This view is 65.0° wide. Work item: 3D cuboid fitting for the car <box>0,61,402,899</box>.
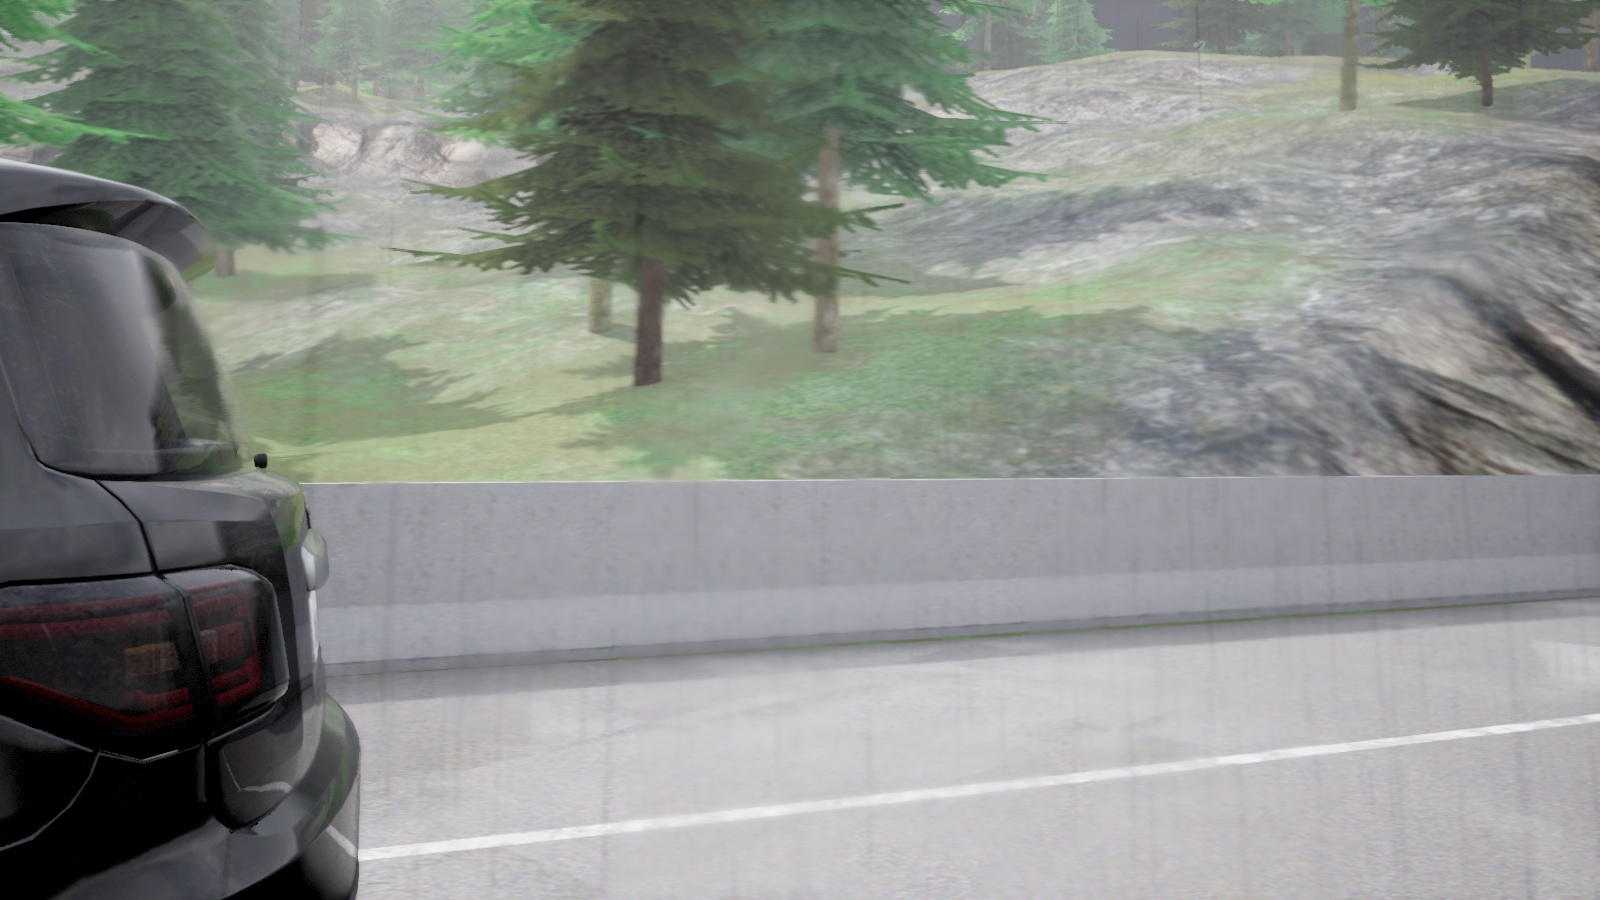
[{"bbox_3d":[-3.566,0.532,1.889,5.566,2.045,2.150,-1,1,-20],"label":"car"}]
